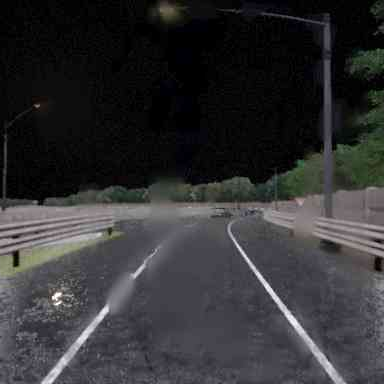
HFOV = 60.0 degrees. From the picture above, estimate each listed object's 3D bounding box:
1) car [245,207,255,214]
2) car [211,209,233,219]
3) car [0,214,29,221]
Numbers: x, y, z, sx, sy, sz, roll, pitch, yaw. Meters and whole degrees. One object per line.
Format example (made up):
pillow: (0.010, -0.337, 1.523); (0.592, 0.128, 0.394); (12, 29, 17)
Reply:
car: (12.939, 4.033, 73.672); (2.097, 1.767, 4.553); (0, -2, 11)
car: (4.451, 3.194, 49.229); (2.033, 1.411, 5.357); (-1, -3, 25)
car: (-13.835, 2.037, 22.425); (2.033, 1.411, 5.357); (-2, -3, 42)
